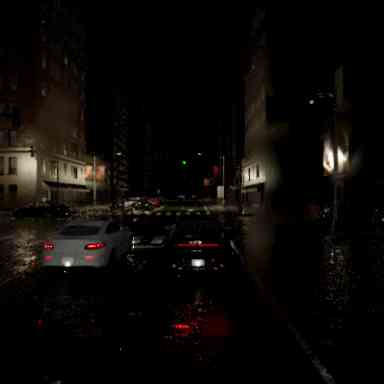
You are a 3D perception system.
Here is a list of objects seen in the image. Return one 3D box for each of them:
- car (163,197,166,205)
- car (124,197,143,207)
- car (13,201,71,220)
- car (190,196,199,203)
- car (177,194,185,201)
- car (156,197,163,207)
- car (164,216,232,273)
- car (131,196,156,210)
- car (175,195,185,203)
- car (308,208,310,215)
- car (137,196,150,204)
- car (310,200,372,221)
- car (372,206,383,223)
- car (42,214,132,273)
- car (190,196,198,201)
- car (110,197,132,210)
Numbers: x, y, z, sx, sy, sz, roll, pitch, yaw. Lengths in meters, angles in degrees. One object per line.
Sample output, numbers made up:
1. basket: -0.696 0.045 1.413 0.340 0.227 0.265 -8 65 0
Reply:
1. car: -6.060 1.618 63.120 2.033 1.411 5.357 0 0 0
2. car: -9.421 1.552 54.238 2.128 1.511 4.902 0 0 1
3. car: -12.075 1.504 26.746 4.902 1.511 2.128 0 -2 19
4. car: 0.519 1.606 74.250 2.128 1.511 4.902 0 0 0
5. car: -2.662 1.389 83.901 1.882 1.535 5.008 0 0 0
6. car: -6.195 1.586 52.657 1.812 1.442 4.674 0 0 1
7. car: 0.166 1.518 10.643 1.837 1.490 4.892 0 0 0
8. car: -6.288 1.557 43.633 1.837 1.490 4.892 0 0 1
9. car: -2.736 1.595 73.482 2.128 1.511 4.902 0 0 0
10. car: 13.308 1.640 30.740 5.008 1.535 1.882 0 -1 1
11. car: -9.301 1.595 64.452 1.812 1.442 4.674 0 0 0
12. car: 12.648 1.466 27.493 4.553 1.767 2.097 0 -1 0
13. car: 14.271 1.550 20.804 4.674 1.442 1.812 0 -1 0
14. car: -3.104 1.539 10.570 1.812 1.442 4.674 0 0 0
15. car: 0.591 1.676 84.323 1.895 1.301 4.718 0 0 0
16. car: -9.530 1.556 44.110 1.837 1.490 4.892 0 0 1
